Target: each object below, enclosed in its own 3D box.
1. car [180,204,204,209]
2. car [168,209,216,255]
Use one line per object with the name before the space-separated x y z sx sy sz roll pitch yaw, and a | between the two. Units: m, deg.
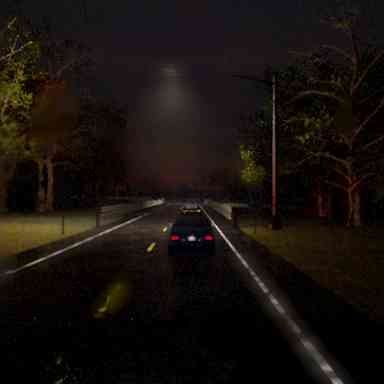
car | -0.021 1.770 29.301 2.128 1.511 4.902 0 0 0
car | -0.011 1.680 13.988 2.033 1.411 5.357 0 -1 0
